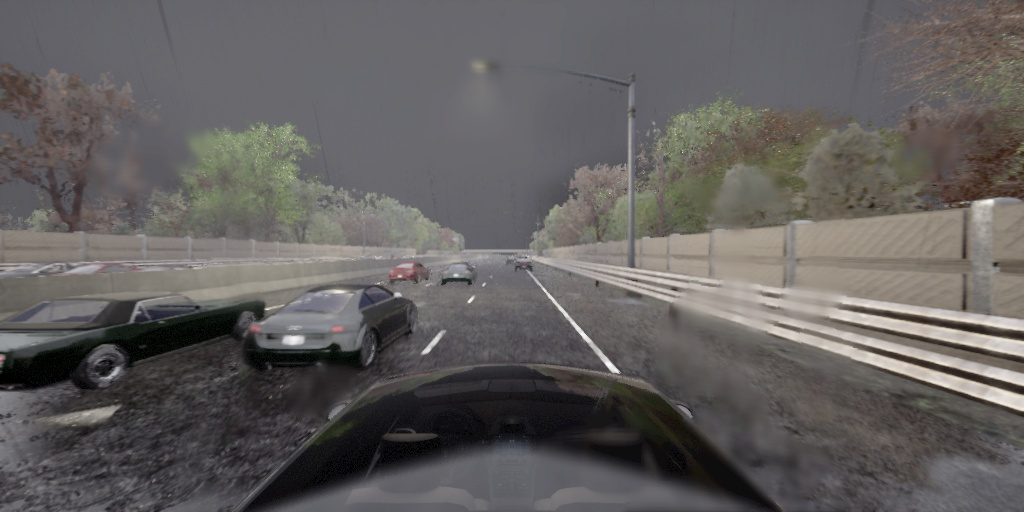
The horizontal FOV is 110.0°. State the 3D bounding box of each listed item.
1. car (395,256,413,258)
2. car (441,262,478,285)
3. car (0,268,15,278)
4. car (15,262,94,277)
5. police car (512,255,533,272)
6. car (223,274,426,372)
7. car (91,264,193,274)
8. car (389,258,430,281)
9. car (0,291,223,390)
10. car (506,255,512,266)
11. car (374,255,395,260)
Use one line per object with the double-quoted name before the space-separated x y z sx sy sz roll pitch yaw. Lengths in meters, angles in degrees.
"car" -17.527 0.789 60.071 1.812 1.442 4.674 0 1 0
"car" -3.402 1.110 23.807 1.994 1.385 4.181 0 1 0
"car" -24.595 1.084 18.872 2.128 1.511 4.902 0 1 0
"car" -21.102 1.123 18.310 1.812 1.442 4.674 0 1 0
"police car" 1.218 0.844 39.248 1.930 1.638 5.238 0 0 0
"car" -3.400 1.260 7.595 1.994 1.385 4.181 0 1 0
"car" -17.596 1.164 18.039 1.994 1.385 4.181 0 1 0
"car" -6.902 1.067 24.399 1.812 1.442 4.674 0 1 0
"car" -6.899 1.305 6.662 1.895 1.301 4.718 0 1 0
"car" -0.008 0.749 58.187 1.882 1.535 5.008 0 1 0
"car" -21.029 0.612 60.738 2.097 1.767 4.553 0 0 0
